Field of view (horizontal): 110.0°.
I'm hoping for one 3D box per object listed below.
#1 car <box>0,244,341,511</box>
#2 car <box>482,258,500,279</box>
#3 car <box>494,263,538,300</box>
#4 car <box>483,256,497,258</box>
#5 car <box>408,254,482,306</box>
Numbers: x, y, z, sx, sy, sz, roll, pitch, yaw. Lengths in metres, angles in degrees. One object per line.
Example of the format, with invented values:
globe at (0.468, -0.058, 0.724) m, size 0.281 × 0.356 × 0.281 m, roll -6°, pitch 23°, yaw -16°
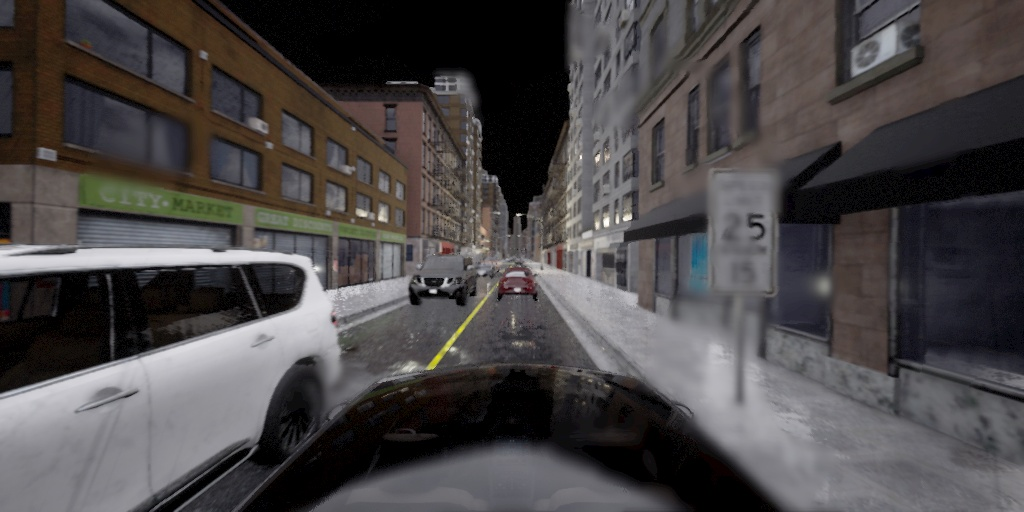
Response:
car at (-3.125, 0.934, 1.986) m, size 2.150 × 2.045 × 5.566 m, roll 1°, pitch 0°, yaw 1°
car at (-2.461, 1.239, 32.353) m, size 2.128 × 1.511 × 4.902 m, roll 1°, pitch 0°, yaw 2°
car at (0.286, 1.286, 17.796) m, size 1.812 × 1.442 × 4.674 m, roll 1°, pitch 0°, yaw 1°
car at (-2.313, 0.766, 37.669) m, size 2.097 × 1.767 × 4.553 m, roll 1°, pitch 0°, yaw 1°
car at (-2.845, 0.940, 15.961) m, size 2.150 × 2.045 × 5.566 m, roll 1°, pitch 0°, yaw 1°
